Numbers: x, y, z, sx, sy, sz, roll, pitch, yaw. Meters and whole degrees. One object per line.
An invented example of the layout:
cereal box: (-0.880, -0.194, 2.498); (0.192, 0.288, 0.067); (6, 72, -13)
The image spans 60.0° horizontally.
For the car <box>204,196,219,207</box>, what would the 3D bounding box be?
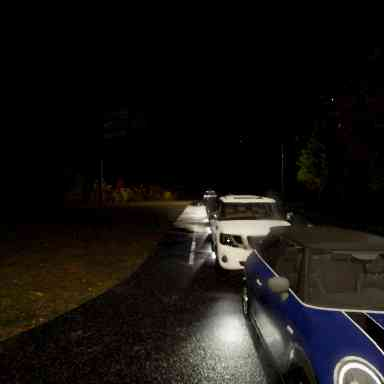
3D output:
car: (2.760, 1.312, 47.975); (1.994, 1.385, 4.181); (0, 0, 3)

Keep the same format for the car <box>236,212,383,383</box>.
car: (1.941, 1.338, 4.126); (2.097, 1.767, 4.553); (0, 0, 0)

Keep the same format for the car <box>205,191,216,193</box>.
car: (2.964, 0.936, 54.408); (2.150, 2.045, 5.566); (0, 0, 3)

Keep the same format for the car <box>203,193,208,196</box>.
car: (2.558, 1.273, 41.567); (2.128, 1.511, 4.902); (0, 0, 2)

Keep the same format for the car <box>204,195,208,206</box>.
car: (2.224, 1.320, 29.313); (1.882, 1.535, 5.008); (0, 0, 2)

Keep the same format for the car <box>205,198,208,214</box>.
car: (2.062, 1.379, 23.060); (1.837, 1.490, 4.892); (0, 0, 2)

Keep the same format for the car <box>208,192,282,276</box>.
car: (1.745, 1.160, 10.473); (2.150, 2.045, 5.566); (0, 0, 1)
